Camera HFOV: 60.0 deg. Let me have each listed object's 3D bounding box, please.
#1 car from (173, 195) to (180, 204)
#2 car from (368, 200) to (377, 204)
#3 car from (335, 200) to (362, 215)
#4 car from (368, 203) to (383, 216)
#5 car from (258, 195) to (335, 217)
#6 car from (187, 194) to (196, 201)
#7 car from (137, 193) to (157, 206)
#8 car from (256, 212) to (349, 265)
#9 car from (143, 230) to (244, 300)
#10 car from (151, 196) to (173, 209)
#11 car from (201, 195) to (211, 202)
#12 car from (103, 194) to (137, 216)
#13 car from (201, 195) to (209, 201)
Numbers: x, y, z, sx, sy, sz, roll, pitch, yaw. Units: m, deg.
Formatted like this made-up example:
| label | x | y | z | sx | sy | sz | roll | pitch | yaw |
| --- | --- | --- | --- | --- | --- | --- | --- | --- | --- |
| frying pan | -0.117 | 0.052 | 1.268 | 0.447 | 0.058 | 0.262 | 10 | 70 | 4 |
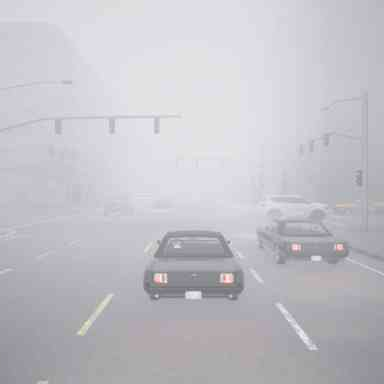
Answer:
| label | x | y | z | sx | sy | sz | roll | pitch | yaw |
| --- | --- | --- | --- | --- | --- | --- | --- | --- | --- |
| car | -3.881 | 1.544 | 64.006 | 2.033 | 1.411 | 5.357 | 0 | 0 | 1 |
| car | 19.275 | 1.545 | 30.806 | 4.902 | 1.511 | 2.128 | 0 | 0 | 0 |
| car | 17.213 | 1.531 | 34.309 | 5.008 | 1.535 | 1.882 | 0 | 0 | 0 |
| car | 3.594 | 1.221 | 1.943 | 2.150 | 2.045 | 5.566 | 0 | 0 | 0 |
| car | 8.283 | 1.264 | 27.220 | 5.566 | 2.045 | 2.150 | 1 | 1 | 9 |
| car | -0.097 | 1.351 | 87.295 | 2.097 | 1.767 | 4.553 | 0 | 0 | 1 |
| car | -7.518 | 1.217 | 53.500 | 2.150 | 2.045 | 5.566 | 0 | 0 | 0 |
| car | 3.550 | 1.600 | 11.695 | 1.895 | 1.301 | 4.718 | 0 | 0 | 0 |
| car | 0.044 | 1.600 | 8.310 | 1.895 | 1.301 | 4.718 | 0 | 0 | 0 |
| car | -3.913 | 1.561 | 44.094 | 1.994 | 1.385 | 4.181 | 0 | 0 | -2 |
| car | 3.303 | 1.591 | 77.448 | 1.895 | 1.301 | 4.718 | 0 | 0 | 1 |
| car | -7.360 | 1.252 | 33.814 | 2.150 | 2.045 | 5.566 | 0 | 0 | -1 |
| car | 3.404 | 1.548 | 87.423 | 1.994 | 1.385 | 4.181 | 0 | 0 | 1 |
